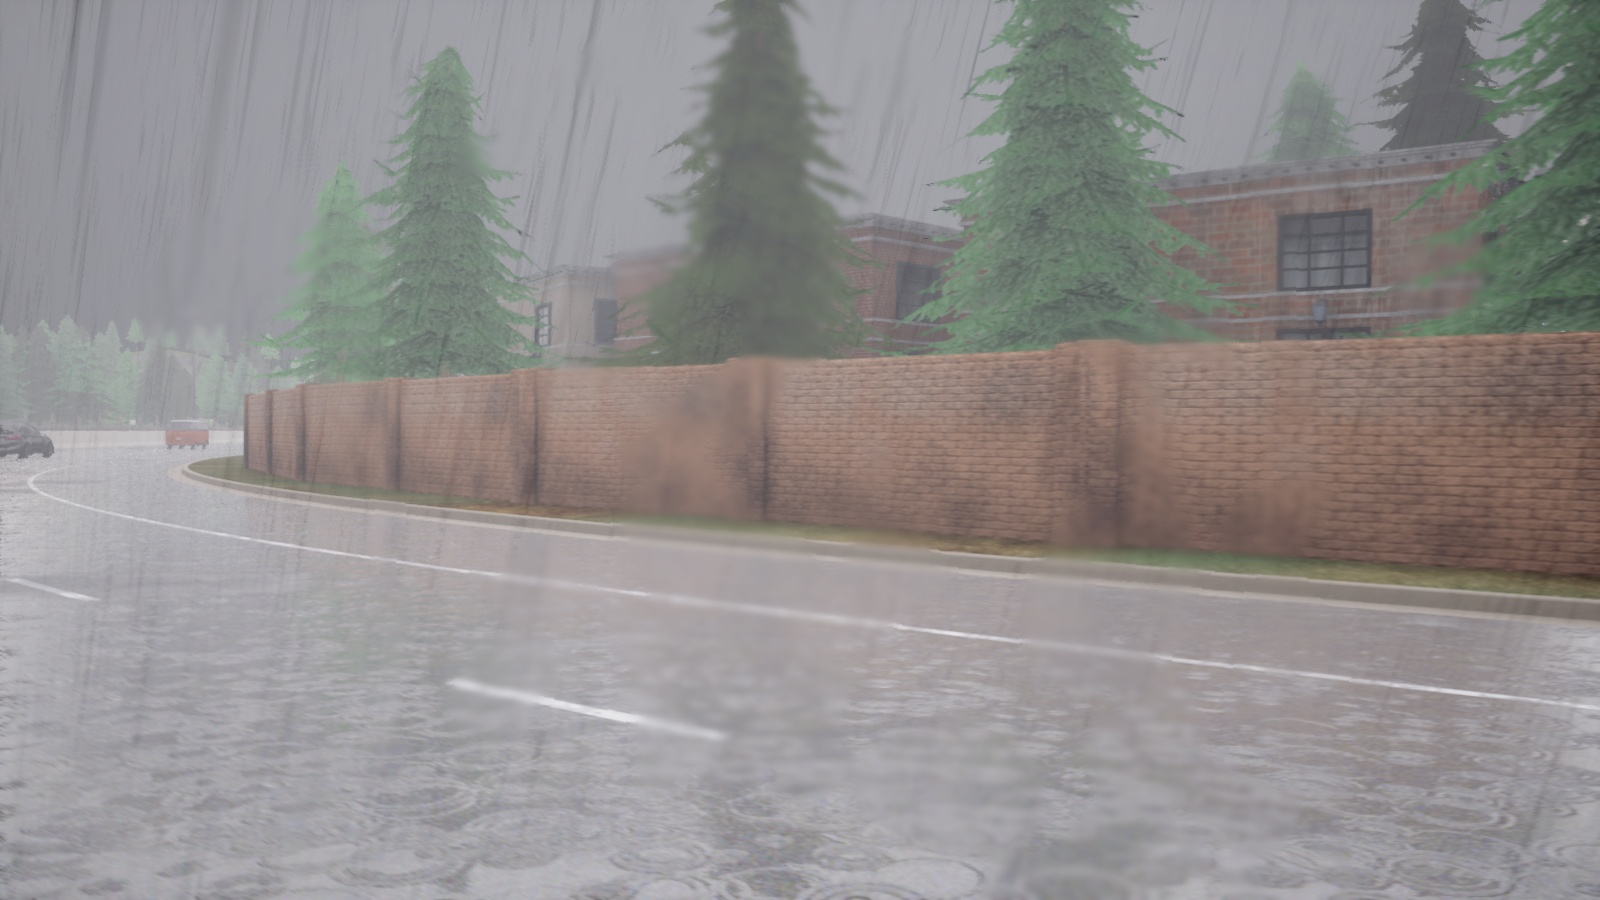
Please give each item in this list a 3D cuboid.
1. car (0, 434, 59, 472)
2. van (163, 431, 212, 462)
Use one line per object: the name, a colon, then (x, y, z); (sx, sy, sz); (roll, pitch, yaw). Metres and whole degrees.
car: (-35.870, 0.127, 57.302); (2.242, 1.667, 4.611); (-1, 1, -13)
van: (-40.961, -0.278, 84.102); (1.775, 1.987, 4.442); (-1, 1, -11)
